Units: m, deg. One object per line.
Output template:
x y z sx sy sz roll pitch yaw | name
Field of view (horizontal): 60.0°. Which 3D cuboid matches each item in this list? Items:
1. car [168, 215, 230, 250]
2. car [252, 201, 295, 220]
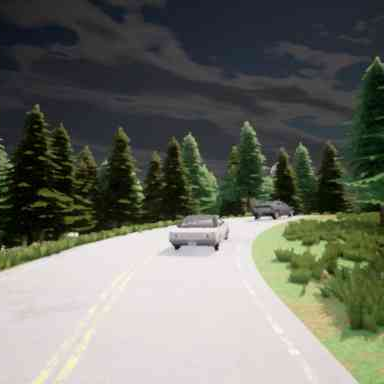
0.498 1.660 14.620 1.895 1.301 4.718 -1 0 13 | car
6.806 1.462 27.478 2.128 1.511 4.902 -4 -2 40 | car
